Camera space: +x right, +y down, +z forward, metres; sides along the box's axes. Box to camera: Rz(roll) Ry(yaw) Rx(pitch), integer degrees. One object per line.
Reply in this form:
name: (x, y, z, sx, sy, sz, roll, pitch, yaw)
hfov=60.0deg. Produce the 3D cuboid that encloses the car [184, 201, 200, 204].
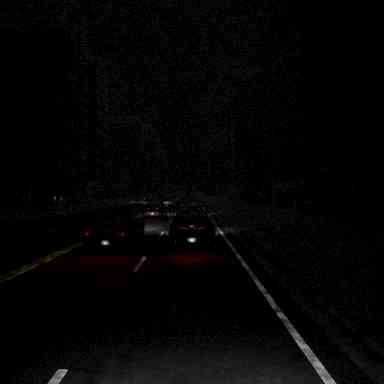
car: (0.000, 1.529, 29.650, 1.812, 1.442, 4.674, 0, 0, 0)

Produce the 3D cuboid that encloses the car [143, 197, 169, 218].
car: (-3.250, 1.512, 29.650, 1.837, 1.490, 4.892, 0, 0, 0)

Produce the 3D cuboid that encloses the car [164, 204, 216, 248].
car: (0.000, 1.515, 14.650, 1.837, 1.490, 4.892, 0, 0, 0)

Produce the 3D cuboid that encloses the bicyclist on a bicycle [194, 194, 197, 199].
bicyclist on a bicycle: (0.885, 1.362, 90.253, 0.866, 1.612, 1.509, 0, 0, 0)

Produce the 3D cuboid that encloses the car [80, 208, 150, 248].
car: (-3.250, 1.615, 14.680, 1.895, 1.301, 4.718, 0, 0, 0)

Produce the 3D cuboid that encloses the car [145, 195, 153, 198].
car: (-9.750, 1.444, 75.931, 1.837, 1.490, 4.892, 0, 0, 0)
